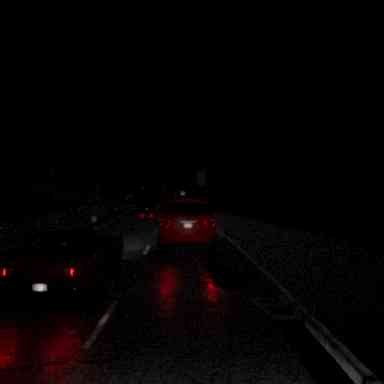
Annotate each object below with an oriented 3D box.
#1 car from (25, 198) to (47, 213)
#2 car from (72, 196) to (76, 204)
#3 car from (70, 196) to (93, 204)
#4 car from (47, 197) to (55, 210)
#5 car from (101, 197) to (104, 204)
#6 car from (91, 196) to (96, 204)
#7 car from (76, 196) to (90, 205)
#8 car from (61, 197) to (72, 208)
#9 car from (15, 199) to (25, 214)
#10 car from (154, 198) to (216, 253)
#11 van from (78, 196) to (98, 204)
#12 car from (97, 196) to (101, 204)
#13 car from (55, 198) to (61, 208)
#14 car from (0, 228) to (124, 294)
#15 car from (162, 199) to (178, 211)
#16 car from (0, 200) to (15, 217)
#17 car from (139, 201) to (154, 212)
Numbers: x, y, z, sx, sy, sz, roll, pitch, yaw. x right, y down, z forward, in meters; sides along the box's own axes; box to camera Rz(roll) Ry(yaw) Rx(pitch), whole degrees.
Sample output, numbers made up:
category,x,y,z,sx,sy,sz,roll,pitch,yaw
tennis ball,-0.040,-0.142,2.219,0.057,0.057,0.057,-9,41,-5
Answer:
category,x,y,z,sx,sy,sz,roll,pitch,yaw
car,-19.183,1.533,37.191,4.892,1.521,2.231,0,0,-27
car,-21.324,1.614,51.826,5.008,1.535,2.097,0,-1,-29
car,-25.064,1.869,75.321,4.553,1.767,2.185,0,-2,-29
car,-19.563,1.546,40.123,4.892,1.521,2.231,0,0,-27
car,-26.919,2.074,87.078,5.566,2.045,2.435,1,-2,-29
car,-24.411,1.923,72.489,5.366,1.575,1.946,0,-2,-29
car,-23.634,1.807,66.516,5.008,1.535,2.097,0,-1,-29
car,-20.866,1.593,48.899,5.008,1.535,2.097,0,-1,-29
car,-18.543,1.386,31.314,4.553,1.767,2.185,0,0,-26
car,-0.254,1.262,14.140,2.150,2.045,5.566,0,0,-2
van,-26.331,2.010,84.212,4.442,1.987,1.878,0,-2,-29
car,-25.944,1.898,81.236,5.566,2.045,2.435,0,-2,-29
car,-19.970,1.560,43.054,4.892,1.521,2.231,0,0,-28
car,-3.078,1.621,8.844,1.895,1.301,4.718,0,0,-1
car,-2.981,1.684,44.193,1.882,1.535,5.008,1,-1,-8
car,-18.209,1.501,28.388,5.008,1.535,2.097,0,0,-25
car,-5.625,1.762,41.367,1.895,1.301,4.718,1,0,-7
